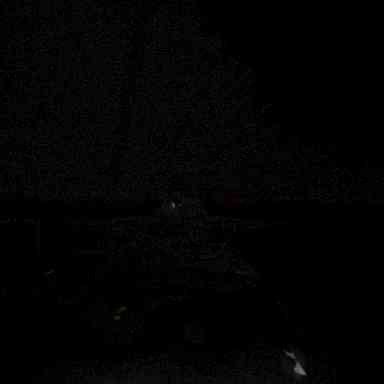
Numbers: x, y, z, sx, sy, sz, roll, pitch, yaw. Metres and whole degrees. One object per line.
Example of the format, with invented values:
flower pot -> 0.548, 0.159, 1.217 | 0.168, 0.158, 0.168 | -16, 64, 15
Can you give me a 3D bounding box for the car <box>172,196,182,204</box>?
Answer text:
car -> -2.742, 1.496, 62.531 | 2.033, 1.411, 5.357 | 0, 0, 0
